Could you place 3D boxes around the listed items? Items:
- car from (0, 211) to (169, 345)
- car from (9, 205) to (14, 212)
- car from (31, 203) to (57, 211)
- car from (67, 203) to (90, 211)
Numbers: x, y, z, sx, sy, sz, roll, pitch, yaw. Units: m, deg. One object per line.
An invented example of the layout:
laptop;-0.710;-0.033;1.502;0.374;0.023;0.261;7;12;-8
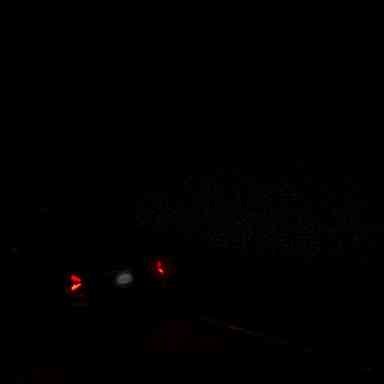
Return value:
car;-2.531;1.440;6.916;2.097;1.767;4.553;1;-1;-43
car;-24.798;2.088;42.768;1.994;1.385;4.181;0;-1;-2
car;-17.343;2.010;39.190;1.812;1.442;4.674;0;-1;-6
car;-13.968;2.073;40.952;1.994;1.385;4.181;0;-1;-5
